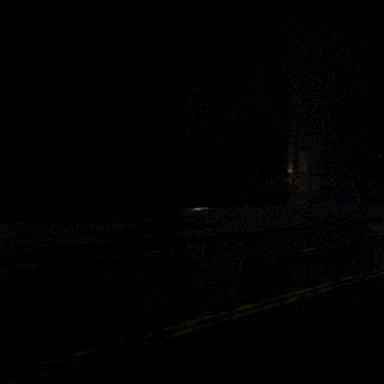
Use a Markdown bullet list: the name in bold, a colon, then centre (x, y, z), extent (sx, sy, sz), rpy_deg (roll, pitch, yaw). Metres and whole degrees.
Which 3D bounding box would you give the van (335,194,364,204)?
- **van**: centre (25.937, 1.139, 55.572), extent (1.690, 1.788, 3.998), rpy_deg (-1, 1, -35)

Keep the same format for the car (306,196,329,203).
- **car**: centre (22.663, 1.351, 60.177), extent (1.802, 1.307, 4.206), rpy_deg (-1, 1, -35)

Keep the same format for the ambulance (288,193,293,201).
- **ambulance**: centre (18.500, 0.691, 70.932), extent (2.351, 2.431, 6.366), rpy_deg (-1, 1, -35)

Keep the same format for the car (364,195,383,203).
- **car**: centre (32.884, 1.233, 60.517), extent (1.947, 1.339, 4.313), rpy_deg (-1, 1, -35)
